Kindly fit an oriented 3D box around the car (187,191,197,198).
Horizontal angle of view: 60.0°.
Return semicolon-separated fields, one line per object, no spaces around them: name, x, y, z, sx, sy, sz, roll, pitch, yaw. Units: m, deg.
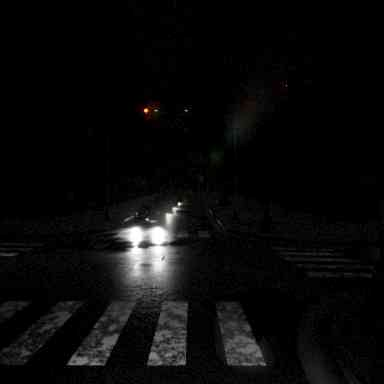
car;-0.010;0.426;68.186;1.882;1.535;5.008;0;1;0

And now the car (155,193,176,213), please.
car;-2.904;1.183;33.000;1.837;1.490;4.892;0;1;0

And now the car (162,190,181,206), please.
car;-2.912;0.730;42.854;2.150;2.045;5.566;0;1;0

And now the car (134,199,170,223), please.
car;-2.889;1.425;23.630;1.895;1.301;4.718;0;1;0

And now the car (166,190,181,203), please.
car;-2.891;0.666;52.707;2.097;1.767;4.553;0;1;0
